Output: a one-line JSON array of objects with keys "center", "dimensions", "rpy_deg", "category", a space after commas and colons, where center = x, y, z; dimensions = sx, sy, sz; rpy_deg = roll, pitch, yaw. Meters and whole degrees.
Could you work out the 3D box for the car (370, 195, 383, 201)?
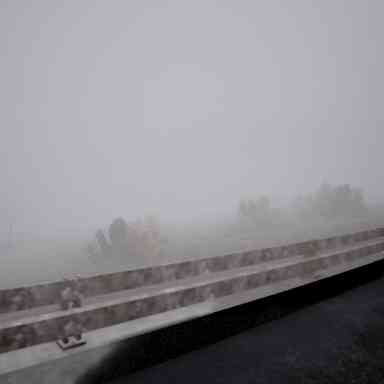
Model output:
[{"center": [43.956, 1.469, 78.834], "dimensions": [1.895, 1.301, 4.718], "rpy_deg": [0, 0, 3], "category": "car"}]
